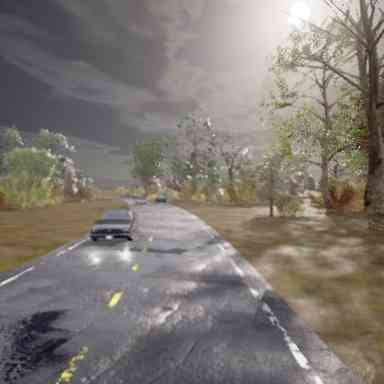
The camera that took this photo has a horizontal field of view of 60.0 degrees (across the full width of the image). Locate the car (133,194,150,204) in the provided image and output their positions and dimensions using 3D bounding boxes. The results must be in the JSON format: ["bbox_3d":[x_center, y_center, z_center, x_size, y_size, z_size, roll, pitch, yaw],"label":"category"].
[{"bbox_3d":[-8.725,1.543,57.055,1.895,1.301,4.718,0,0,-10],"label":"car"}]

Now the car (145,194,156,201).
[{"bbox_3d":[-9.984,1.369,79.753,1.801,1.575,5.366,0,0,-15],"label":"car"}]

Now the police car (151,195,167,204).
[{"bbox_3d":[-6.108,1.353,64.018,1.930,1.638,5.238,0,0,-12],"label":"police car"}]

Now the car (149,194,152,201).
[{"bbox_3d":[-8.393,1.397,73.721,1.882,1.535,5.008,0,0,-14],"label":"car"}]

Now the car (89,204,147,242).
[{"bbox_3d":[-3.648,1.532,16.682,2.033,1.411,5.357,0,0,-4],"label":"car"}]
